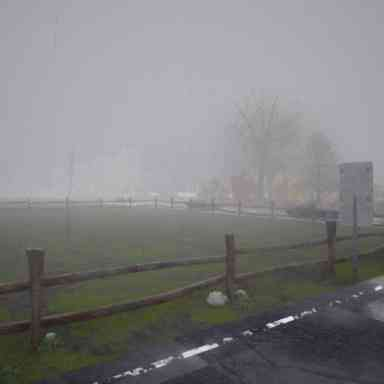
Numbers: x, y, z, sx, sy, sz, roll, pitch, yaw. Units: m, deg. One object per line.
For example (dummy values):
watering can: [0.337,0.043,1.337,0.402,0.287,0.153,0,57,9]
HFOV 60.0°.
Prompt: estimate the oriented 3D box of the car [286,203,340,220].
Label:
car: [9.690,1.500,25.621,1.895,1.301,4.718,-1,1,-36]

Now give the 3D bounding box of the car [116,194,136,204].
car: [-10.913,1.120,54.690,2.128,1.511,4.902,-1,1,-35]

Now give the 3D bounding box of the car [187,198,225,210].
car: [1.501,1.394,37.114,1.895,1.301,4.718,-1,1,-35]
